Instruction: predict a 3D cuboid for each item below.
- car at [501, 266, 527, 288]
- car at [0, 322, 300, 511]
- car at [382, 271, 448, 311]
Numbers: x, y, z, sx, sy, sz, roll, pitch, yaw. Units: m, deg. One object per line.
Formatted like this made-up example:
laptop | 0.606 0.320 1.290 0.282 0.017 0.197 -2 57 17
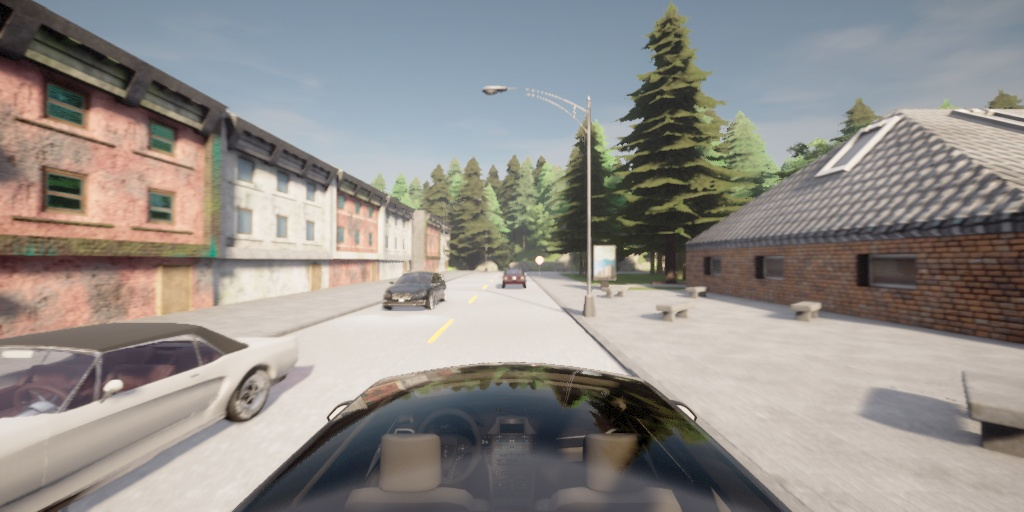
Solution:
car | 0.153 1.618 27.418 2.033 1.411 5.357 0 -1 0
car | -4.095 1.368 3.096 1.895 1.301 4.718 0 -1 0
car | -4.054 1.430 15.680 1.837 1.490 4.892 0 -1 1
